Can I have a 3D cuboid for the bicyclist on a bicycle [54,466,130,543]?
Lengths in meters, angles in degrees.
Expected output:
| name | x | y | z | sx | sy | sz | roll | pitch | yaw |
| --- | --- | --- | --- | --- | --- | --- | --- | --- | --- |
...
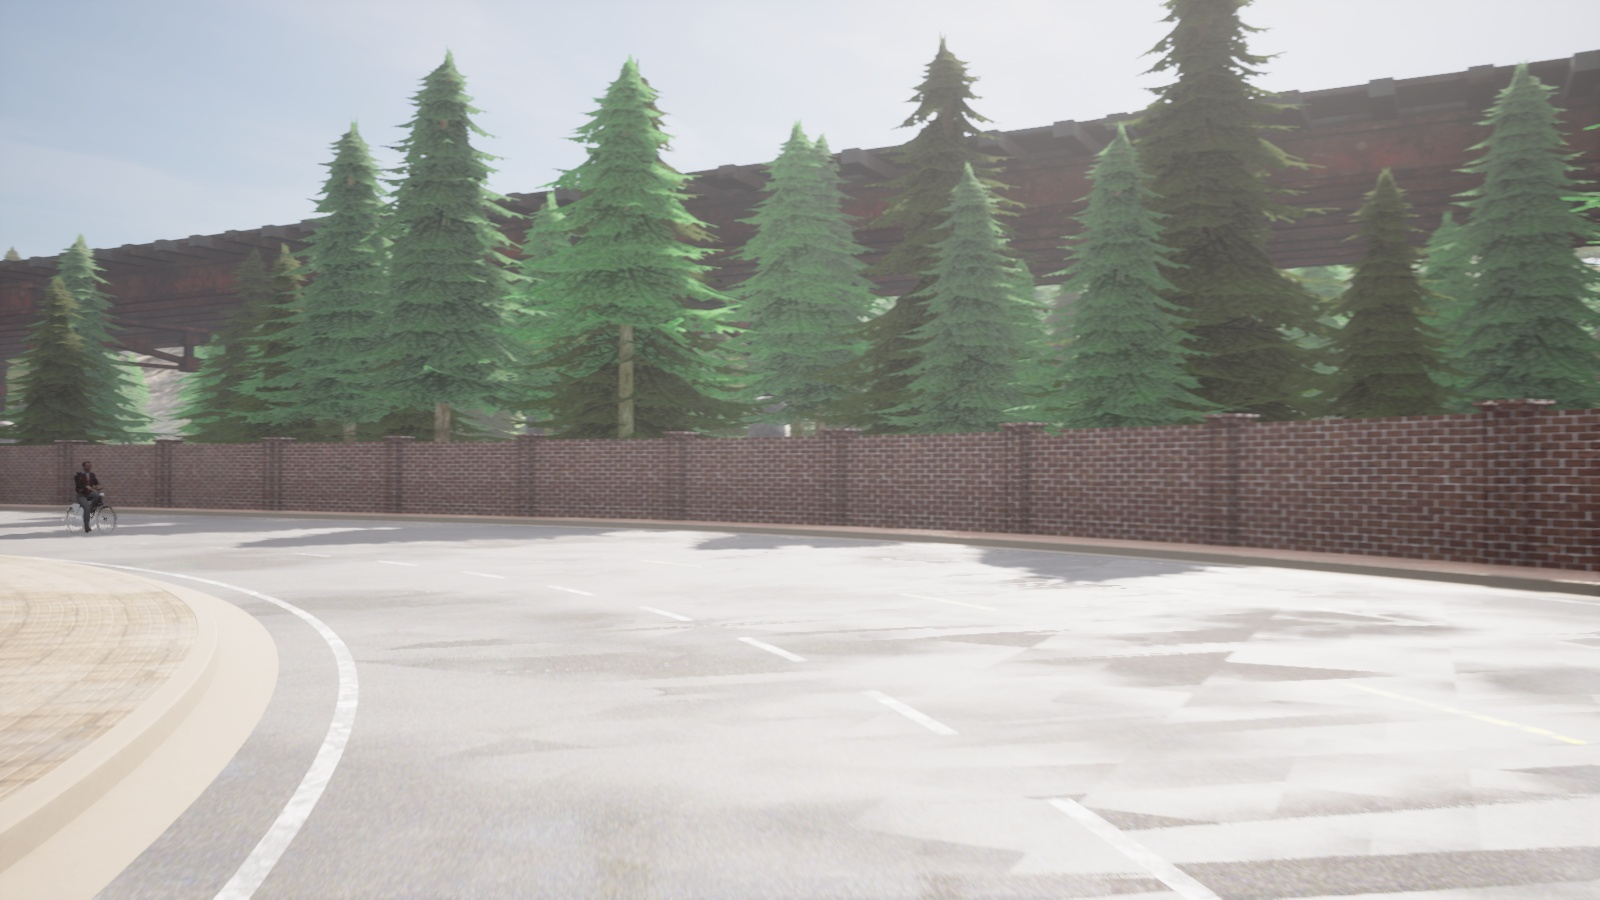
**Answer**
| name | x | y | z | sx | sy | sz | roll | pitch | yaw |
| --- | --- | --- | --- | --- | --- | --- | --- | --- | --- |
| bicyclist on a bicycle | -16.817 | 1.275 | 29.822 | 1.843 | 1.776 | 0.659 | -1 | -1 | 27 |
